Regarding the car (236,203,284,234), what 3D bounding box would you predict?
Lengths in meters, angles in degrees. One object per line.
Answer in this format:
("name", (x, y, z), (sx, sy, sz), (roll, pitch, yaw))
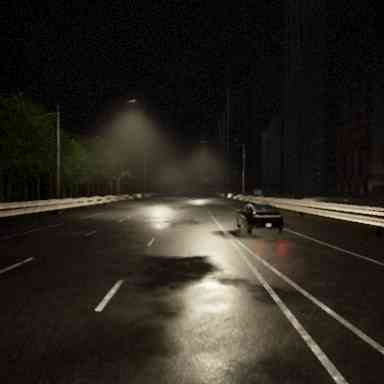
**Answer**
("car", (3.651, 1.384, 18.546), (2.128, 1.511, 4.902), (0, 0, -2))
